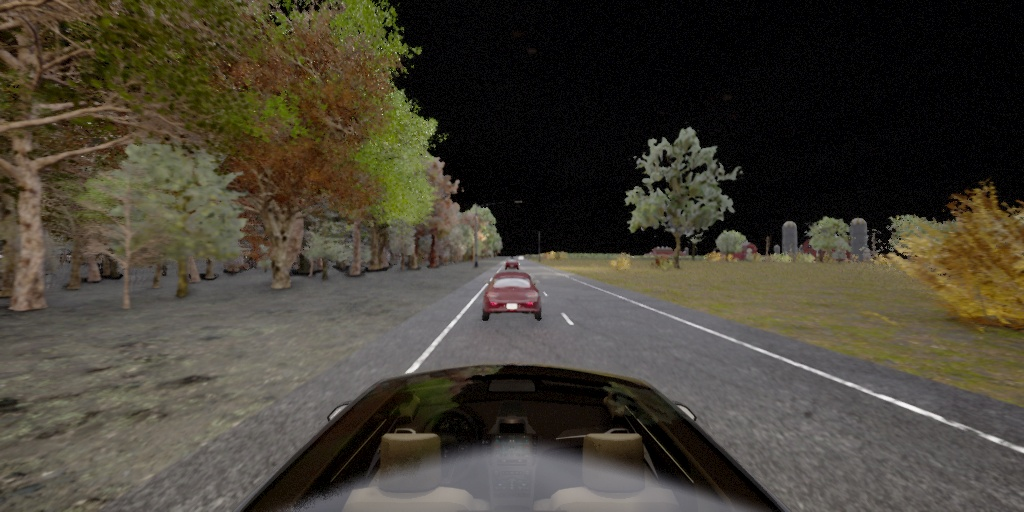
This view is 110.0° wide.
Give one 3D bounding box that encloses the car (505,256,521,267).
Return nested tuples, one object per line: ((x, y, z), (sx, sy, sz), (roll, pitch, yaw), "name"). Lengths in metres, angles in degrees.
((-0.002, 1.206, 52.012), (1.882, 1.535, 5.008), (0, 0, 0), "car")

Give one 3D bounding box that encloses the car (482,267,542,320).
((-0.002, 1.272, 12.544), (1.812, 1.442, 4.674), (0, 0, 0), "car")
